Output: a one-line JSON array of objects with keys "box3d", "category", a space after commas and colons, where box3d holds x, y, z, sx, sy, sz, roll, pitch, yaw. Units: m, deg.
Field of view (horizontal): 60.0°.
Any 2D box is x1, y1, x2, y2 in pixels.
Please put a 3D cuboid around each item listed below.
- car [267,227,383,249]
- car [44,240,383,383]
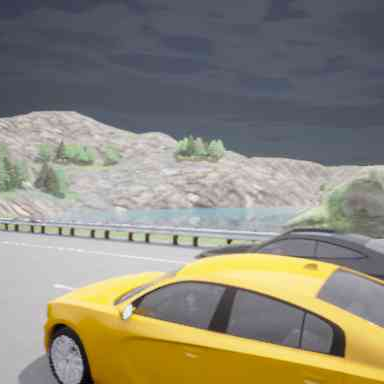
[{"box3d": [2.179, 1.447, 6.619, 4.674, 1.442, 1.812, -1, 0, 33], "category": "car"}, {"box3d": [0.445, 1.444, 3.594, 5.008, 1.535, 1.882, -1, 0, 33], "category": "car"}]
